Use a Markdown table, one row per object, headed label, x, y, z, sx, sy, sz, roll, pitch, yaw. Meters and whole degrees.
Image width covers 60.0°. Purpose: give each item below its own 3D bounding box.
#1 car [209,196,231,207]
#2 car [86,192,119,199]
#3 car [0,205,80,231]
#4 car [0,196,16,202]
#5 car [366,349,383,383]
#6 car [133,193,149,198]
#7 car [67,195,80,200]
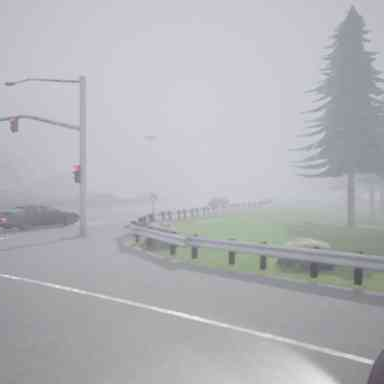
| label | x | y | z | sx | sy | sz | roll | pitch | yaw |
| --- | --- | --- | --- | --- | --- | --- | --- | --- | --- |
| car | 3.865 | 1.385 | 46.210 | 1.837 | 1.490 | 4.892 | 0 | 0 | 26 |
| car | -15.271 | 1.097 | 55.145 | 2.150 | 2.045 | 5.566 | 0 | 0 | 27 |
| car | -9.398 | 1.504 | 20.290 | 2.033 | 1.411 | 5.357 | 0 | 0 | 30 |
| car | -29.354 | 1.389 | 50.616 | 2.128 | 1.511 | 4.902 | 0 | 0 | 27 |
| car | 3.054 | 1.557 | 1.586 | 4.181 | 1.385 | 1.994 | 0 | 0 | 36 |
| car | -10.271 | 1.192 | 67.048 | 2.097 | 1.767 | 4.553 | 0 | 0 | 20 |
| car | -22.263 | 1.381 | 64.826 | 1.812 | 1.442 | 4.674 | 0 | 0 | 24 |
